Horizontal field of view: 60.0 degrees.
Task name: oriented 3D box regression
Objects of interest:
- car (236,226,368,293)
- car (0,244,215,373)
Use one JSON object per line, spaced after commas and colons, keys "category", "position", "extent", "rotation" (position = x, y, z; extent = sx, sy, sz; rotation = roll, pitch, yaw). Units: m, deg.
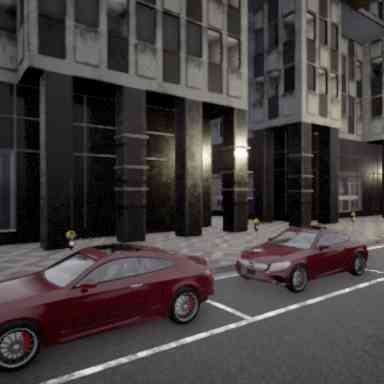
{"category": "car", "position": [3.058, 1.588, 8.830], "extent": [4.206, 1.307, 1.802], "rotation": [0, 0, -35]}
{"category": "car", "position": [-1.503, 1.583, 5.578], "extent": [4.206, 1.307, 1.802], "rotation": [0, 0, -35]}
